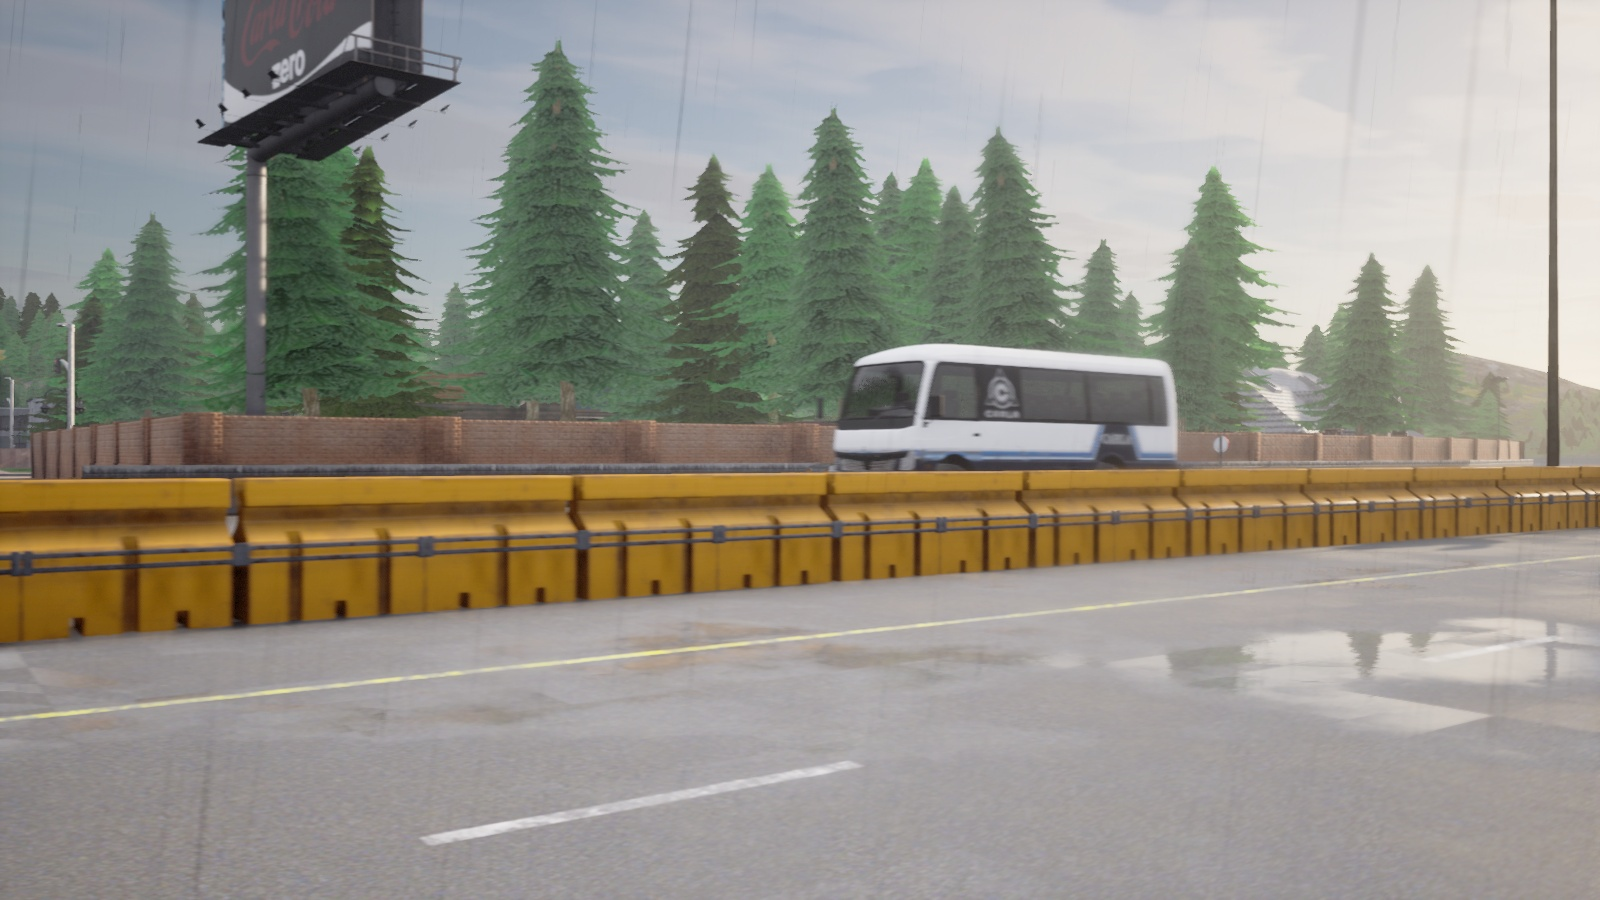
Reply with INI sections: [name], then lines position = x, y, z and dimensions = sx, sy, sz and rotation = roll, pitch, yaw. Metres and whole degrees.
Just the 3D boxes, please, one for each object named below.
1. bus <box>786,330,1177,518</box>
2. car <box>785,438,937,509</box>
[bus]
position = 4.978, -0.559, 33.002
dimensions = 10.273, 4.253, 3.944
rotation = 0, 0, -35
[car]
position = 1.716, 0.625, 34.972
dimensions = 3.866, 1.878, 1.905
rotation = 0, 0, -35
